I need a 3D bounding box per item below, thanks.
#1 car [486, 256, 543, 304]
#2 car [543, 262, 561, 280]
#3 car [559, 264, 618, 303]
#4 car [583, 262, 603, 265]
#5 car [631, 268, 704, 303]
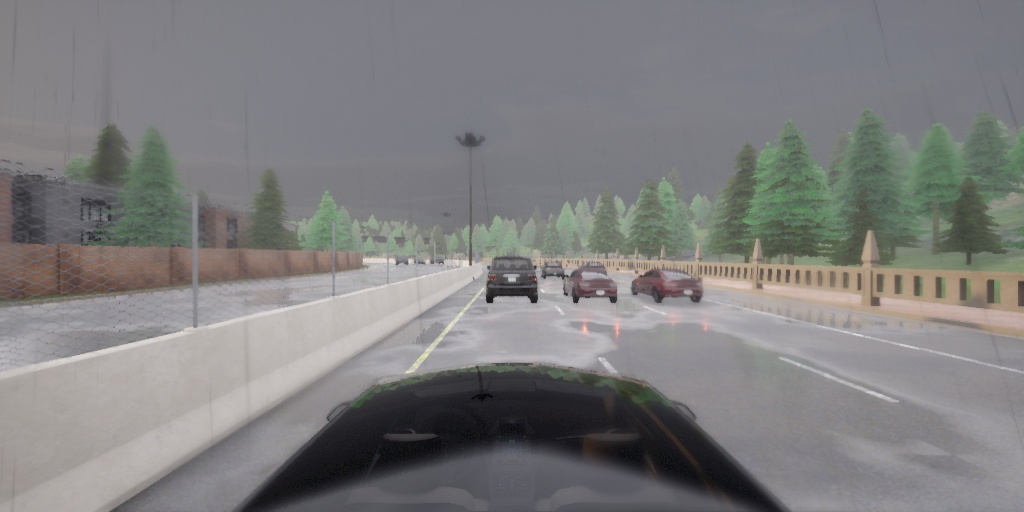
[{"bbox_3d":[0.000,1.008,16.530,2.150,2.045,5.566,0,0,0],"label":"car"},{"bbox_3d":[3.500,1.245,31.500,2.128,1.511,4.902,0,0,0],"label":"car"},{"bbox_3d":[3.500,1.283,16.500,1.812,1.442,4.674,0,0,0],"label":"car"},{"bbox_3d":[7.000,1.245,31.500,2.128,1.511,4.902,0,0,0],"label":"car"},{"bbox_3d":[7.000,1.283,16.500,1.812,1.442,4.674,0,0,0],"label":"car"}]
